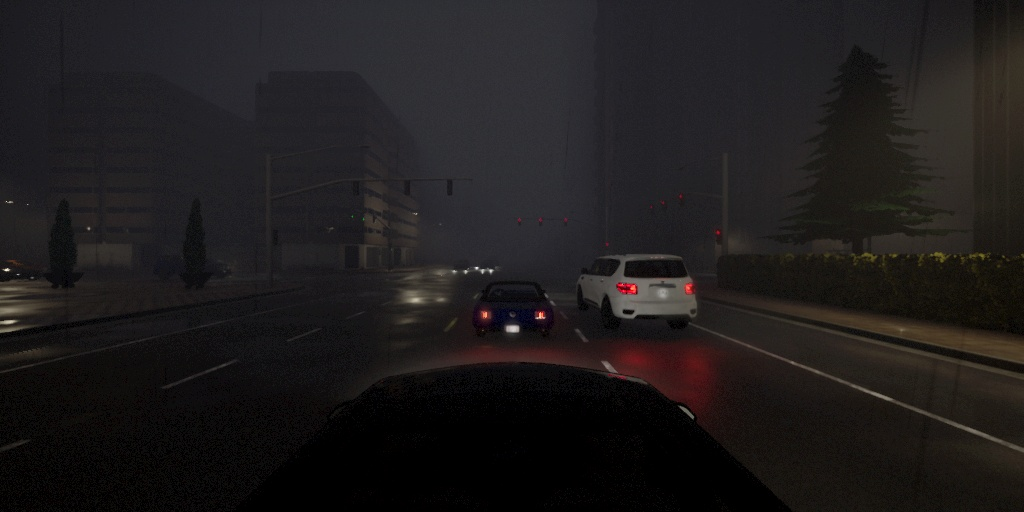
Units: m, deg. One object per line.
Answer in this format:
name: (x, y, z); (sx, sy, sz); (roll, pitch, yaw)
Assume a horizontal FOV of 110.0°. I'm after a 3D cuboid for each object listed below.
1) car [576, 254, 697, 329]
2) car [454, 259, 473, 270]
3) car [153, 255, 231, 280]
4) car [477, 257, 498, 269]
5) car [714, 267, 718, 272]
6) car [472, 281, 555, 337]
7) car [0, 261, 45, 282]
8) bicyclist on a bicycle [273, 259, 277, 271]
car: (3.573, 0.965, 11.361); (2.150, 2.045, 5.566); (0, 0, -2)
car: (-7.163, 1.196, 51.737); (1.882, 1.535, 5.008); (0, 0, 0)
car: (-27.494, 0.945, 30.901); (5.566, 2.045, 2.150); (1, 0, 0)
car: (-3.659, 1.281, 53.982); (1.994, 1.385, 4.181); (0, 0, 0)
car: (23.864, 1.232, 37.667); (4.892, 1.490, 1.837); (0, 0, 1)
car: (0.043, 1.345, 10.233); (1.895, 1.301, 4.718); (0, 0, 0)
car: (-39.408, 1.281, 27.504); (5.357, 1.411, 2.033); (0, 0, 1)
bicyclist on a bicycle: (-28.701, 1.025, 42.895); (0.582, 1.620, 1.656); (0, 0, 0)
